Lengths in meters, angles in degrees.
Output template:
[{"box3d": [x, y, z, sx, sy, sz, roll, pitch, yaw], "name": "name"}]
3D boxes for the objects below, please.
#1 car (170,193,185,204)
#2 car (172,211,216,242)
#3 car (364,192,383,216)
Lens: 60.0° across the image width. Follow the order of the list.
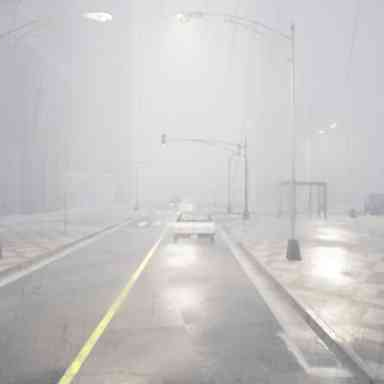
[{"box3d": [-3.013, 1.285, 62.790, 2.097, 1.767, 4.553, 0, 0, 1], "name": "car"}, {"box3d": [0.119, 1.584, 16.152, 1.895, 1.301, 4.718, 0, 0, 1], "name": "car"}, {"box3d": [17.501, 1.052, 28.004, 5.566, 2.045, 2.150, 0, -1, 1], "name": "car"}]
